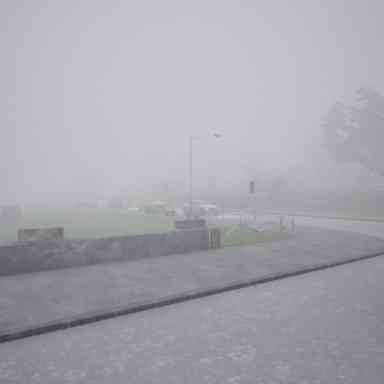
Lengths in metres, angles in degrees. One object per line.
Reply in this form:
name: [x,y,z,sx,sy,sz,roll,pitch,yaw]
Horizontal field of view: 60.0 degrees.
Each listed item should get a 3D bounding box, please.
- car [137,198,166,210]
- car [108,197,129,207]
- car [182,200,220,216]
car: [-5.034,1.478,41.182,1.882,1.535,5.008,0,0,-35]
car: [-10.980,1.492,49.568,2.128,1.511,4.902,0,0,-35]
car: [0.767,1.526,33.063,1.812,1.442,4.674,0,0,-36]
